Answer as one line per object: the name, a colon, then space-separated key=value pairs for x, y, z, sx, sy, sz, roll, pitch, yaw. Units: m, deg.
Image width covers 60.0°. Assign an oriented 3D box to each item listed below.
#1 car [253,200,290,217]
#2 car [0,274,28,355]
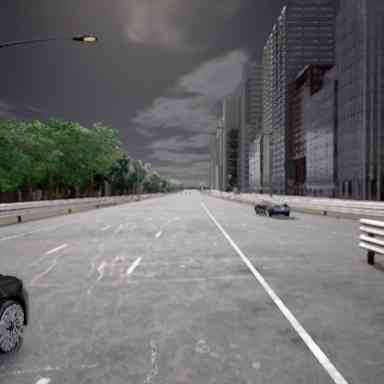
car: x=7.240 y=1.448 z=30.463 sx=2.163 sy=1.488 sz=4.792 roll=0 pitch=0 yaw=-10
car: x=-3.400 y=1.483 z=3.138 sx=2.128 sy=1.511 sz=4.902 roll=0 pitch=0 yaw=0
